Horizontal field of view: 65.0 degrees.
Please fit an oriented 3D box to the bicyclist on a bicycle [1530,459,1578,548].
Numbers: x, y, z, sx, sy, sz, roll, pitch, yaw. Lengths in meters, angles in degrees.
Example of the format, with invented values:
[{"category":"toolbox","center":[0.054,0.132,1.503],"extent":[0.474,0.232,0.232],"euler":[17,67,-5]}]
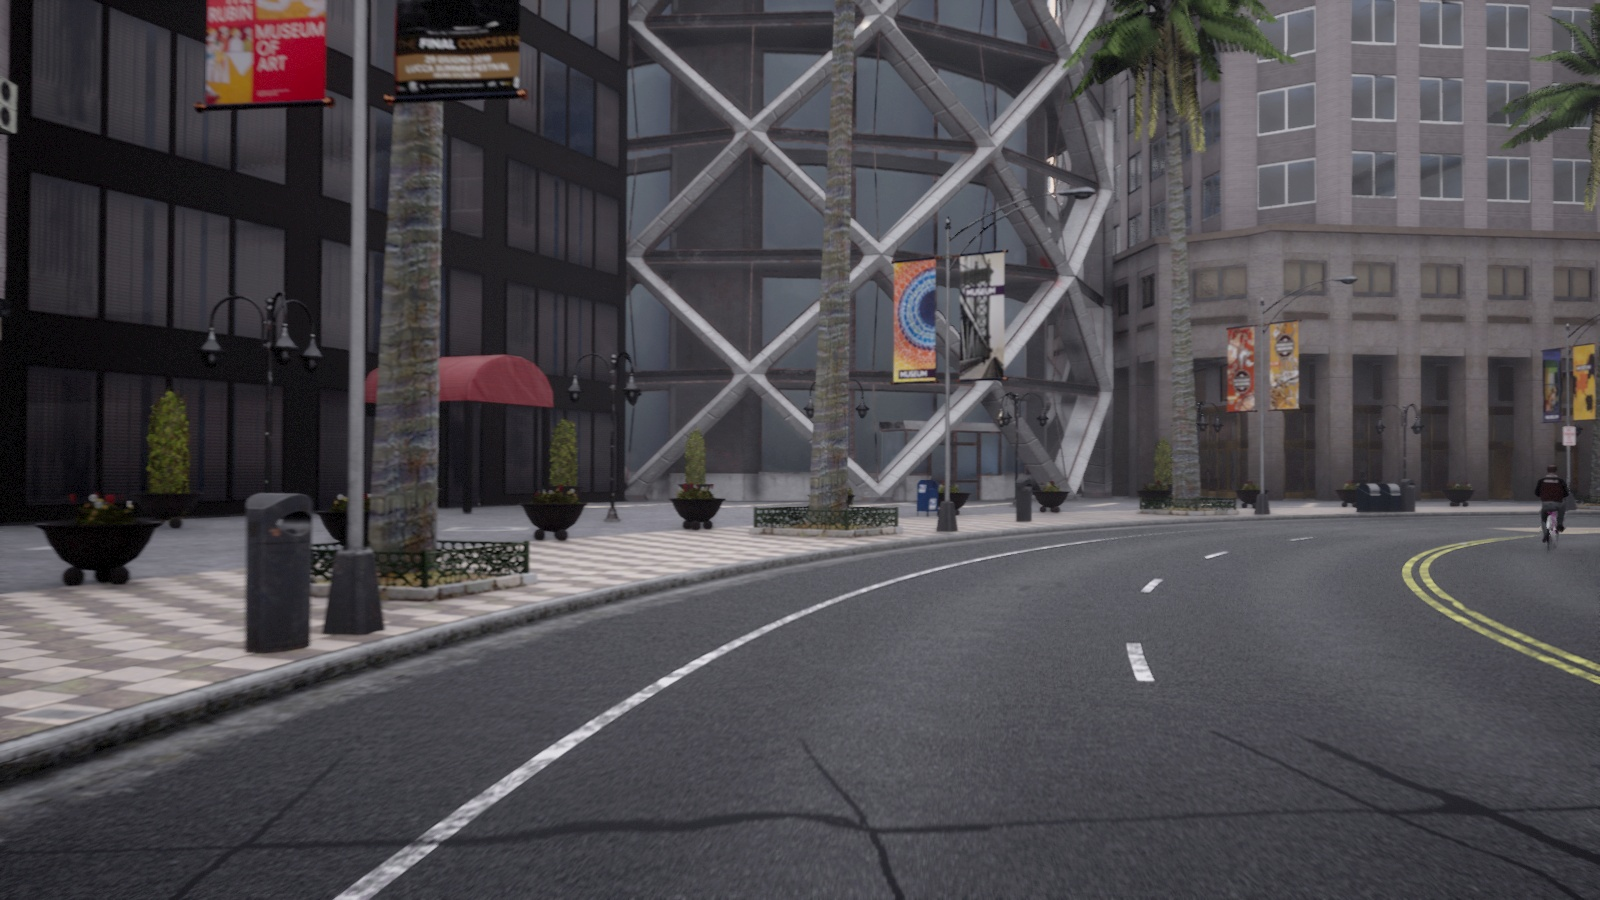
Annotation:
[{"category":"bicyclist on a bicycle","center":[15.574,1.071,25.932],"extent":[0.659,1.776,1.843],"euler":[0,-1,37]}]
